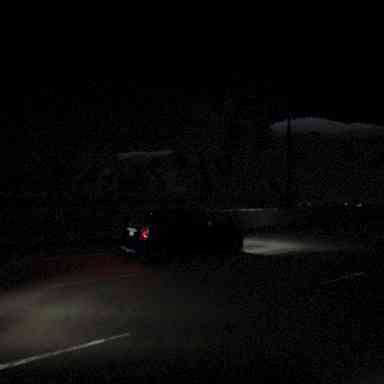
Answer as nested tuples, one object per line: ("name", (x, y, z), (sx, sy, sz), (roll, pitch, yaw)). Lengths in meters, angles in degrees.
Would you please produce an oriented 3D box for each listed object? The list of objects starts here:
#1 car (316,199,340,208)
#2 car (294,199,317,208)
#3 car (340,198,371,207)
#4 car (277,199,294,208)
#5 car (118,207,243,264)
("car", (19.479, 1.792, 45.952), (4.674, 1.442, 1.812), (1, 0, -44))
("car", (17.542, 1.745, 48.939), (5.008, 1.535, 1.882), (1, 0, -45))
("car", (21.520, 1.619, 43.079), (4.553, 1.767, 2.097), (1, 0, -44))
("car", (14.886, 1.754, 51.223), (4.902, 1.511, 2.128), (1, 0, -44))
("car", (-0.258, 1.393, 12.158), (4.553, 1.767, 2.097), (1, 0, -36))
